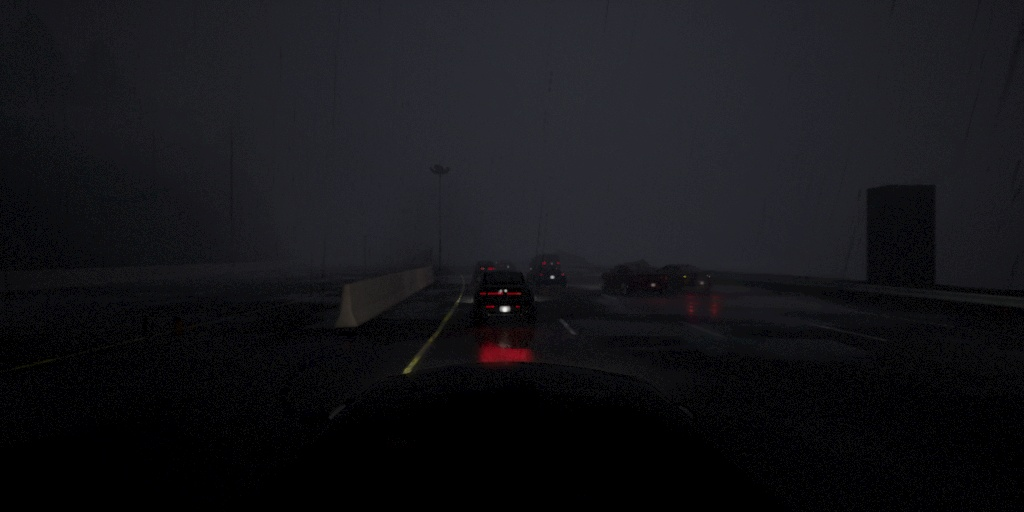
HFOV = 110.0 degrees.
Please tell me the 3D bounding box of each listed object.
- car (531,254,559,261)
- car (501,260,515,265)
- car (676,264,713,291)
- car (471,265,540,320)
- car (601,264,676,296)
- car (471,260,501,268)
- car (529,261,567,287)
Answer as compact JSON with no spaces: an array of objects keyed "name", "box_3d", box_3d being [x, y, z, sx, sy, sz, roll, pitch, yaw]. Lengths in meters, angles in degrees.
[{"name":"car","box_3d":[3.417,0.820,37.993,2.150,2.045,5.566,0,0,-11]},{"name":"car","box_3d":[-0.833,1.160,41.055,1.994,1.385,4.181,0,0,-12]},{"name":"car","box_3d":[9.520,1.178,20.678,1.812,1.442,4.674,0,0,-6]},{"name":"car","box_3d":[-0.335,1.213,12.383,1.837,1.490,4.892,0,0,-3]},{"name":"car","box_3d":[6.181,1.146,18.711,1.882,1.535,5.008,0,0,-5]},{"name":"car","box_3d":[-2.333,1.147,30.258,1.837,1.490,4.892,0,0,-9]},{"name":"car","box_3d":[2.170,1.223,23.299,1.994,1.385,4.181,0,0,-7]}]
